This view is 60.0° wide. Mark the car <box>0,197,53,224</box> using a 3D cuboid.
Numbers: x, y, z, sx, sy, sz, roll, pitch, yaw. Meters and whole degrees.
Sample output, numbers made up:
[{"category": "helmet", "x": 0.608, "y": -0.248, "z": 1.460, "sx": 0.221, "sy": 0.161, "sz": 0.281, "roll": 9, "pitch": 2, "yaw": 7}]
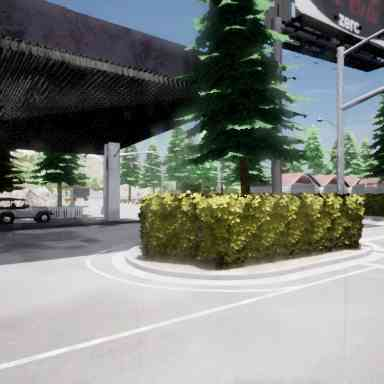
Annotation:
[{"category": "car", "x": -12.000, "y": 1.313, "z": 23.459, "sx": 3.866, "sy": 1.878, "sz": 1.905, "roll": 0, "pitch": 0, "yaw": -36}]
